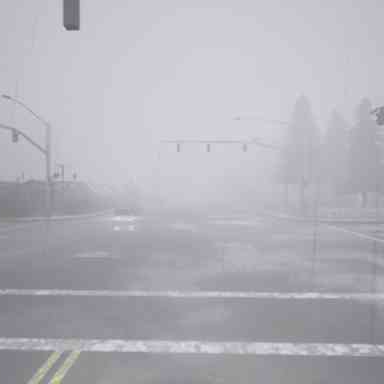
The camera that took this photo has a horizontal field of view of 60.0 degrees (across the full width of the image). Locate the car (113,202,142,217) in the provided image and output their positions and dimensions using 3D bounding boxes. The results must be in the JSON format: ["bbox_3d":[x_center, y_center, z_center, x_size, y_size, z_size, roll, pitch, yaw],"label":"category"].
[{"bbox_3d":[-6.051,1.630,31.656,1.994,1.385,4.181,0,1,3],"label":"car"}]

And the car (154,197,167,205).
[{"bbox_3d":[-5.334,1.603,57.504,1.812,1.442,4.674,0,1,2],"label":"car"}]
